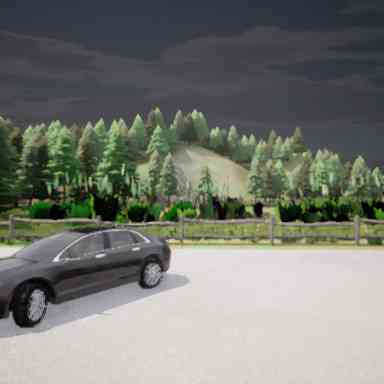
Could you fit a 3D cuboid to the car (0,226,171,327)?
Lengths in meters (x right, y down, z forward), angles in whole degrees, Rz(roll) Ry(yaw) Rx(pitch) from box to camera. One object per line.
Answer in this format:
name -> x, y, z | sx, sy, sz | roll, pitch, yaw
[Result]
car -> -2.523, 1.569, 7.399 | 1.837, 1.490, 4.892 | -4, -3, 38
